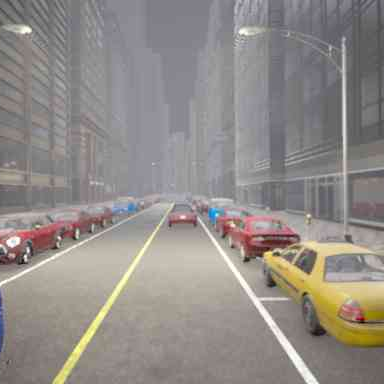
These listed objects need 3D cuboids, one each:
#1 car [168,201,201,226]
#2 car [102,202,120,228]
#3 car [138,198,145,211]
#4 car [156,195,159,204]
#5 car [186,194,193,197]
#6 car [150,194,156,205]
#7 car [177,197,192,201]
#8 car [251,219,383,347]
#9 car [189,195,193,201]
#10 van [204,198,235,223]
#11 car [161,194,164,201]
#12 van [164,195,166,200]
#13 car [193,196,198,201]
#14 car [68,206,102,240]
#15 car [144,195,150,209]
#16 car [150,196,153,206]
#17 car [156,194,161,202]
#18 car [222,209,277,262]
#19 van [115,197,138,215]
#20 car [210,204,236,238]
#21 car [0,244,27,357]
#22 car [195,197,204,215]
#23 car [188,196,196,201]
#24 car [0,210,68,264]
[{"bbox_3d":[-0.664,1.592,23.556,1.994,1.385,4.181,0,0,-2],"label":"car"},{"bbox_3d":[-6.495,1.613,22.810,1.887,1.381,4.507,0,0,-2],"label":"car"},{"bbox_3d":[-7.064,1.671,39.605,1.802,1.307,4.206,0,0,-2],"label":"car"},{"bbox_3d":[-7.824,1.683,61.999,1.947,1.339,4.313,0,0,-2],"label":"car"},{"bbox_3d":[0.316,1.638,73.498,1.947,1.339,4.313,0,0,-2],"label":"car"},{"bbox_3d":[-7.634,1.550,56.401,1.967,1.590,4.097,0,0,-2],"label":"car"},{"bbox_3d":[-1.259,1.650,40.879,1.895,1.301,4.718,0,0,-2],"label":"car"},{"bbox_3d":[2.589,1.513,6.480,1.752,1.417,4.829,0,0,-2],"label":"car"},{"bbox_3d":[0.886,1.594,56.701,1.887,1.381,4.507,0,0,-2],"label":"car"},{"bbox_3d":[2.024,1.349,23.107,1.690,1.788,3.998,0,0,-2],"label":"van"},{"bbox_3d":[-8.395,1.456,78.795,2.192,1.841,5.009,0,0,-2],"label":"car"},{"bbox_3d":[-8.774,1.500,89.991,1.690,1.788,3.998,0,0,-2],"label":"van"},{"bbox_3d":[1.455,1.469,39.904,1.967,1.590,4.097,0,0,-2],"label":"car"},{"bbox_3d":[-6.305,1.606,17.210,1.887,1.381,4.507,0,0,-2],"label":"car"},{"bbox_3d":[-7.255,1.536,45.204,1.967,1.590,4.097,0,0,-2],"label":"car"},{"bbox_3d":[-7.444,1.669,50.802,1.947,1.339,4.313,0,0,-2],"label":"car"},{"bbox_3d":[-8.015,1.439,67.598,2.192,1.841,5.009,0,0,-2],"label":"car"},{"bbox_3d":[2.405,1.539,11.910,1.887,1.381,4.507,0,0,-2],"label":"car"},{"bbox_3d":[-6.875,1.423,34.007,1.690,1.788,3.998,0,0,-2],"label":"van"},{"bbox_3d":[2.215,1.546,17.508,1.887,1.381,4.507,0,0,-2],"label":"car"},{"bbox_3d":[-3.127,1.502,1.963,1.882,1.535,5.008,0,0,-2],"label":"car"},{"bbox_3d":[1.645,1.566,34.306,1.887,1.381,4.507,0,0,-2],"label":"car"},{"bbox_3d":[-0.064,1.640,84.695,2.008,1.369,4.403,0,0,-2],"label":"car"},{"bbox_3d":[-6.115,1.495,11.612,1.967,1.590,4.097,0,0,-2],"label":"car"}]
